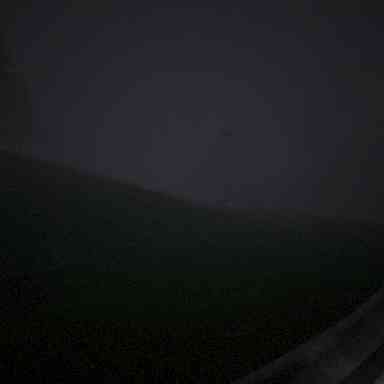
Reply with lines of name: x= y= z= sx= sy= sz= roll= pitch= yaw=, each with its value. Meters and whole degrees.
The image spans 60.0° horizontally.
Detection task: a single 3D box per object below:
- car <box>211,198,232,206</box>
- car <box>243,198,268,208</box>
car: x=5.571 y=1.834 z=62.609 sx=1.837 sy=1.490 sz=4.892 roll=0 pitch=0 yaw=-31
car: x=10.141 y=1.752 z=53.248 sx=2.128 sy=1.511 sz=4.902 roll=0 pitch=0 yaw=-25
